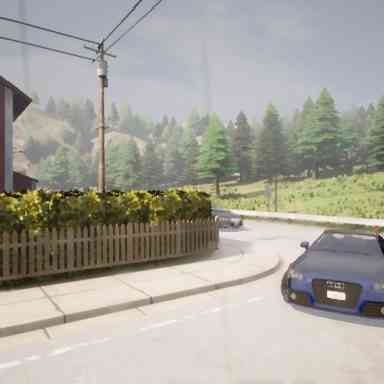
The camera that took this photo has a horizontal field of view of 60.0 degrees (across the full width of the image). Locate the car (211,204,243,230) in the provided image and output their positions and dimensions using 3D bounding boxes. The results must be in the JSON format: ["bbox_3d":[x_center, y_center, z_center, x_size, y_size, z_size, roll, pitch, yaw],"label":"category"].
[{"bbox_3d":[1.054,1.492,20.398,2.128,1.511,4.902,0,0,-35],"label":"car"}]

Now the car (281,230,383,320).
[{"bbox_3d":[3.474,1.562,7.348,1.994,1.385,4.181,0,0,31],"label":"car"}]
